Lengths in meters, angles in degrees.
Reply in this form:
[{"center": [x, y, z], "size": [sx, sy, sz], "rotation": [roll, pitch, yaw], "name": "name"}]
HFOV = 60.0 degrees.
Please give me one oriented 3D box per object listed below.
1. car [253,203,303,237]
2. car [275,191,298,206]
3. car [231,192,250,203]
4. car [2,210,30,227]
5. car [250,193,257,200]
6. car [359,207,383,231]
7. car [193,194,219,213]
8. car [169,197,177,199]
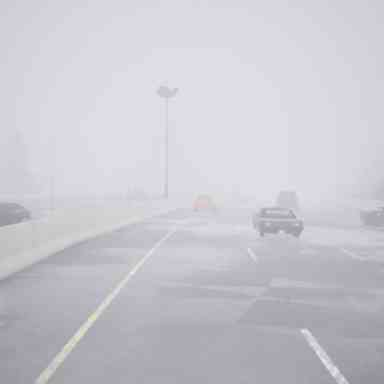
[{"center": [4.200, 1.454, 16.998], "size": [1.895, 1.301, 4.718], "rotation": [1, 1, 5], "name": "car"}, {"center": [10.551, 0.917, 37.124], "size": [2.150, 2.045, 5.566], "rotation": [0, 1, 13], "name": "car"}, {"center": [7.623, 0.840, 53.802], "size": [2.097, 1.767, 4.553], "rotation": [1, 1, 17], "name": "car"}, {"center": [-9.874, 1.237, 16.402], "size": [1.837, 1.490, 4.892], "rotation": [0, 0, 5], "name": "car"}, {"center": [11.578, 0.909, 66.128], "size": [1.812, 1.442, 4.674], "rotation": [1, 0, 21], "name": "car"}, {"center": [11.405, 1.497, 19.154], "size": [1.895, 1.301, 4.718], "rotation": [1, 1, 6], "name": "car"}, {"center": [1.481, 1.011, 32.596], "size": [2.097, 1.767, 4.553], "rotation": [1, 1, 10], "name": "car"}, {"center": [-2.589, 0.843, 56.434], "size": [1.882, 1.535, 5.008], "rotation": [1, 1, 16], "name": "car"}]
